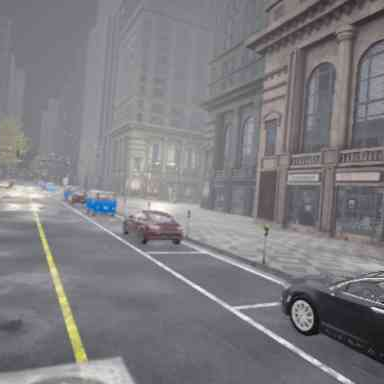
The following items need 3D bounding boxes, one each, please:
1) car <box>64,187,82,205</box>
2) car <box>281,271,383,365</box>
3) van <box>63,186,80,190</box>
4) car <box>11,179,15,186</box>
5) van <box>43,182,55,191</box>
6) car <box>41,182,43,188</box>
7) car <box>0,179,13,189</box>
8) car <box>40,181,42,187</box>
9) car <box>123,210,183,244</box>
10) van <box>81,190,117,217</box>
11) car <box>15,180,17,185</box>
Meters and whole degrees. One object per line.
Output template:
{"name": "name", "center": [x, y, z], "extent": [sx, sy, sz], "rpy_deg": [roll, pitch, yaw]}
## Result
{"name": "car", "center": [-11.690, 0.599, 34.330], "extent": [1.887, 1.381, 4.507], "rpy_deg": [5, 0, -27]}
{"name": "car", "center": [3.181, 1.804, 4.728], "extent": [2.008, 1.369, 4.403], "rpy_deg": [5, 0, -27]}
{"name": "van", "center": [-14.153, 0.197, 39.264], "extent": [1.690, 1.788, 3.998], "rpy_deg": [5, 0, -27]}
{"name": "car", "center": [-41.144, -1.744, 73.963], "extent": [1.887, 1.381, 4.507], "rpy_deg": [5, 0, -27]}
{"name": "van", "center": [-31.214, -1.155, 73.175], "extent": [1.690, 1.788, 3.998], "rpy_deg": [5, 0, -27]}
{"name": "car", "center": [-33.662, -1.122, 78.007], "extent": [1.947, 1.339, 4.313], "rpy_deg": [5, 0, -27]}
{"name": "car", "center": [-36.323, -1.384, 64.361], "extent": [1.752, 1.417, 4.829], "rpy_deg": [5, 0, -27]}
{"name": "car", "center": [-36.090, -1.333, 82.841], "extent": [1.887, 1.381, 4.507], "rpy_deg": [5, 0, -27]}
{"name": "car", "center": [-1.779, 1.435, 14.595], "extent": [1.802, 1.307, 4.206], "rpy_deg": [5, 0, -27]}
{"name": "van", "center": [-6.716, 0.795, 24.464], "extent": [1.690, 1.788, 3.998], "rpy_deg": [5, 0, -27]}
{"name": "car", "center": [-43.500, -2.159, 78.686], "extent": [2.192, 1.841, 5.009], "rpy_deg": [5, 0, -27]}
